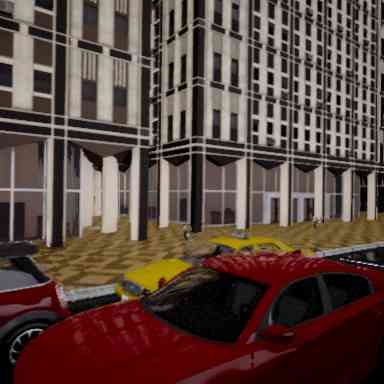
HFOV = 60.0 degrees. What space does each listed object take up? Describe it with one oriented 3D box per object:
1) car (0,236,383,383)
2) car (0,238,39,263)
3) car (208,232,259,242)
[{"bbox_3d":[0.716,1.507,3.890,5.008,1.535,1.882,1,0,-36],"label":"car"},{"bbox_3d":[-3.670,1.432,3.936,4.097,1.590,1.967,1,0,-36],"label":"car"},{"bbox_3d":[0.822,1.577,7.141,4.829,1.417,1.752,1,0,-35],"label":"car"}]
